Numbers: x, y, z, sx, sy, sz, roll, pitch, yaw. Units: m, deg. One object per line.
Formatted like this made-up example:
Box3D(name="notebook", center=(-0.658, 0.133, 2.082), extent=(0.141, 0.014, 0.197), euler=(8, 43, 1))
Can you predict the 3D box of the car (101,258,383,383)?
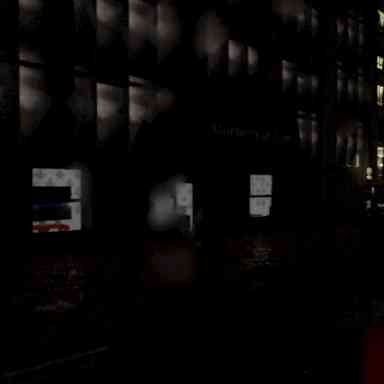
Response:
Box3D(name="car", center=(1.245, 1.525, 3.748), extent=(4.507, 1.381, 1.887), euler=(0, 0, -35))
